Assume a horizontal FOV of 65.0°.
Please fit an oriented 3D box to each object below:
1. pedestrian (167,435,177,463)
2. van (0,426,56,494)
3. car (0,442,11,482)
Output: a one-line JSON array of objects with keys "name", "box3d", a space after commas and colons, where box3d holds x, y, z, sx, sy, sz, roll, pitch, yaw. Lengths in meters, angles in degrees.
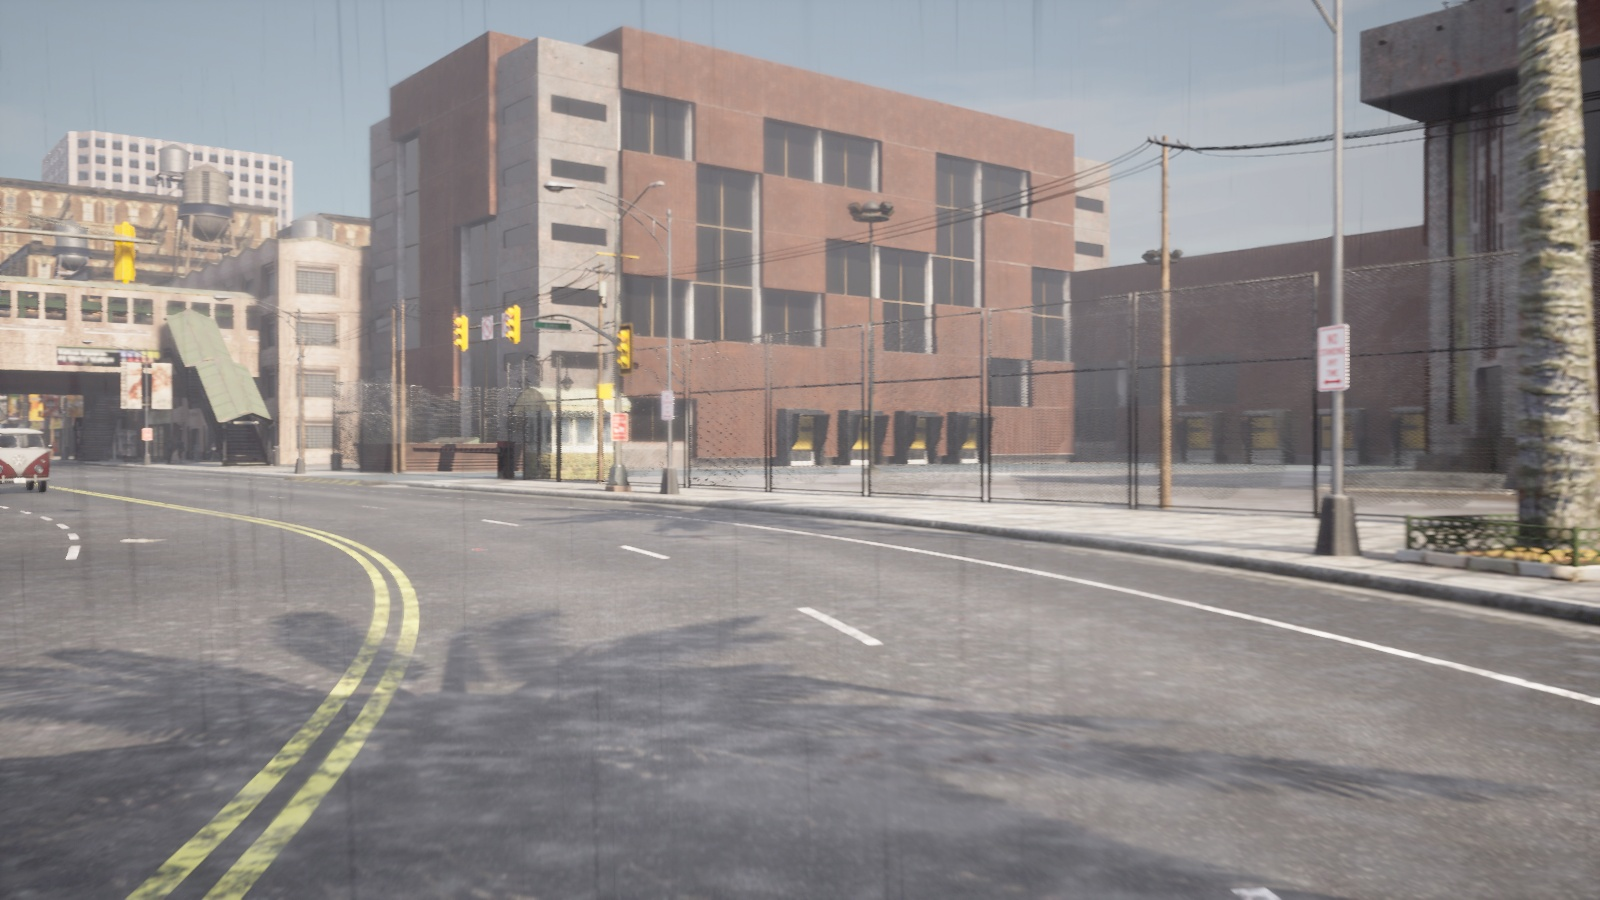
[{"name": "pedestrian", "box3d": [-42.024, -0.063, 84.015, 0.540, 1.848, 0.694, 0, 0, -31]}, {"name": "van", "box3d": [-24.628, 0.283, 39.224, 1.775, 1.987, 4.442, 0, 0, -39]}, {"name": "car", "box3d": [-31.254, 0.450, 47.498, 1.970, 1.475, 3.806, 0, 0, -39]}]
